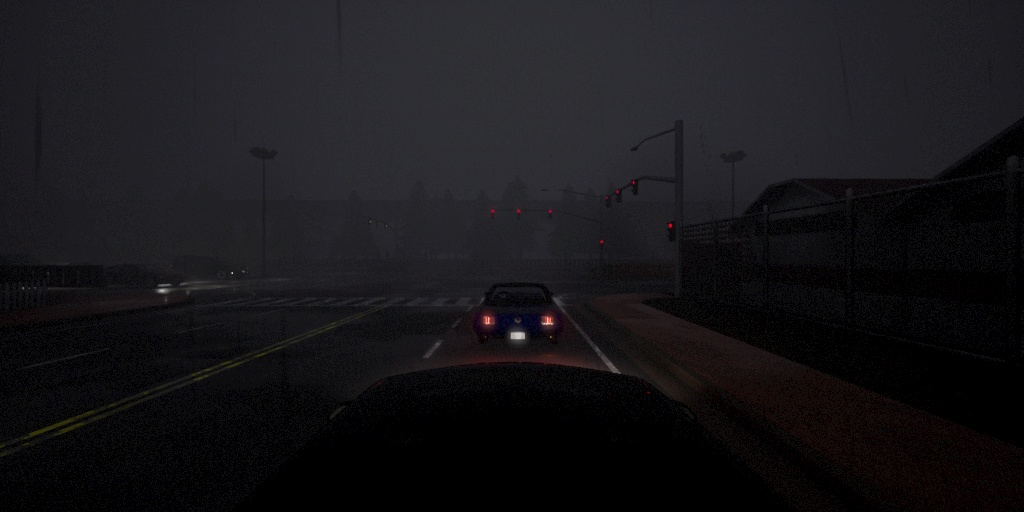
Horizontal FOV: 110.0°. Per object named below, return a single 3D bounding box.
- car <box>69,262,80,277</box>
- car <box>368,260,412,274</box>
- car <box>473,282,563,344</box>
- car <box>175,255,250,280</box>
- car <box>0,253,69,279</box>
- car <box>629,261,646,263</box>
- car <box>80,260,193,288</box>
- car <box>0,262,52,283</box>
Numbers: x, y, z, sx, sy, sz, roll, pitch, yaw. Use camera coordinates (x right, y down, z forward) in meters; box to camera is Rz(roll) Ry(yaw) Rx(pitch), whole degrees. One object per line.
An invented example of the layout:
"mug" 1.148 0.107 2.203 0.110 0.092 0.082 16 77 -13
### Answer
"car" -35.124 1.190 30.029 4.674 1.442 1.812 1 0 -1
"car" -13.949 1.243 41.087 4.902 1.511 2.128 0 0 -1
"car" 0.189 1.351 9.579 1.895 1.301 4.718 0 0 2
"car" -25.400 0.965 30.188 5.566 2.045 2.150 0 0 -1
"car" -37.160 0.819 26.494 5.566 2.045 2.150 2 0 -1
"car" 14.171 1.298 41.572 5.357 1.411 2.033 0 0 -1
"car" -24.161 1.226 23.207 5.008 1.535 1.882 0 0 -1
"car" -33.144 1.268 23.059 4.181 1.385 1.994 1 0 -1
